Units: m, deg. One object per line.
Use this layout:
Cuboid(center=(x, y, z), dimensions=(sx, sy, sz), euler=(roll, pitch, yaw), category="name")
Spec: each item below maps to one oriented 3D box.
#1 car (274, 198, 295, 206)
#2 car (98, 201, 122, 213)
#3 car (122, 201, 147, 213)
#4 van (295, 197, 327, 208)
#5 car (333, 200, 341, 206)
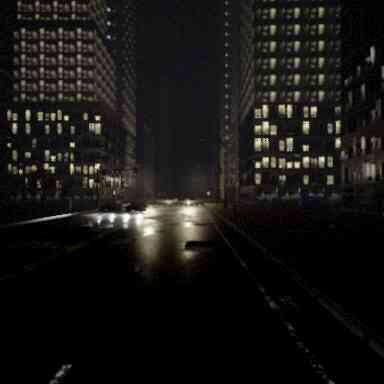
Cuboid(center=(17.091, 1.799, 58.918), dimensions=(4.829, 1.417, 1.752), euler=(0, 0, 2), category="car")
Cuboid(center=(-9.782, 1.758, 40.165), dimensions=(1.895, 1.301, 4.718), euler=(0, 0, 1), category="car")
Cuboid(center=(-6.543, 1.752, 39.129), dimensions=(1.895, 1.301, 4.718), euler=(0, 0, 1), category="car")
Cuboid(center=(18.362, 1.583, 50.747), dimensions=(3.998, 1.788, 1.690), euler=(0, 0, 2), category="van")
Cuboid(center=(26.926, 1.861, 58.433), dimensions=(4.206, 1.307, 1.802), euler=(0, 0, 2), category="car")
